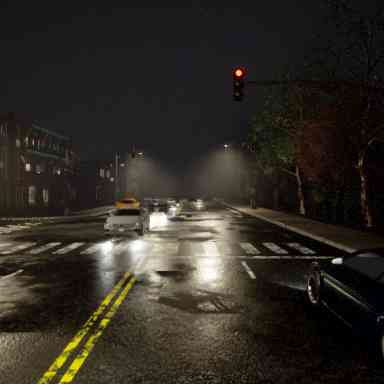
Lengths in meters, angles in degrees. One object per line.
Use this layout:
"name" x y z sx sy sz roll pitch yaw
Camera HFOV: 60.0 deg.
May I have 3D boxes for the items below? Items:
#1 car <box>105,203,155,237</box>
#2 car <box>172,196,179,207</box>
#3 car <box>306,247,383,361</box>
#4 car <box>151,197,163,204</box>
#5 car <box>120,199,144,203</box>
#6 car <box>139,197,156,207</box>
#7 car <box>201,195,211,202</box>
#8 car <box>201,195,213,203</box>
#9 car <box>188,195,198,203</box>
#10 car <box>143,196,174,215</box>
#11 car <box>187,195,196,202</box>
"car" -3.359 1.522 18.090 1.812 1.442 4.674 0 0 0
"car" -3.363 1.584 49.722 1.895 1.301 4.718 0 0 0
"car" 3.335 1.563 5.273 1.994 1.385 4.181 0 0 1
"car" -6.584 1.578 63.226 1.895 1.301 4.718 0 0 0
"car" -6.614 1.468 34.752 1.882 1.535 5.008 0 0 0
"car" -6.617 1.548 50.220 1.994 1.385 4.181 0 0 0
"car" 3.212 1.509 78.552 2.033 1.411 5.357 0 0 0
"car" 3.320 1.466 68.368 2.128 1.511 4.902 0 0 0
"car" 0.068 1.500 69.695 1.812 1.442 4.674 0 0 0
"car" -3.360 1.481 34.416 2.128 1.511 4.902 0 0 0
"car" -0.037 1.494 79.776 2.128 1.511 4.902 0 0 0
